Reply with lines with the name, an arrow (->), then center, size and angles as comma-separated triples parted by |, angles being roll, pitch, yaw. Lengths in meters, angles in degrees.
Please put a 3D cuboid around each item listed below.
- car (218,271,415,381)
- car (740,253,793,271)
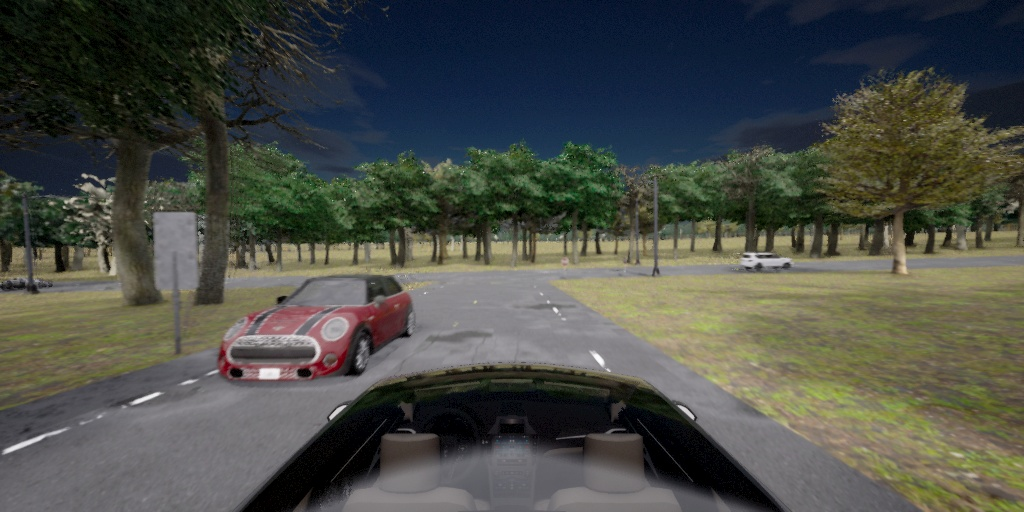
car -> -3.598, 1.179, 7.576 | 2.097, 1.767, 4.553 | 0, -1, 0
car -> 30.738, 0.626, 43.416 | 5.566, 2.045, 2.150 | -2, 2, 0
